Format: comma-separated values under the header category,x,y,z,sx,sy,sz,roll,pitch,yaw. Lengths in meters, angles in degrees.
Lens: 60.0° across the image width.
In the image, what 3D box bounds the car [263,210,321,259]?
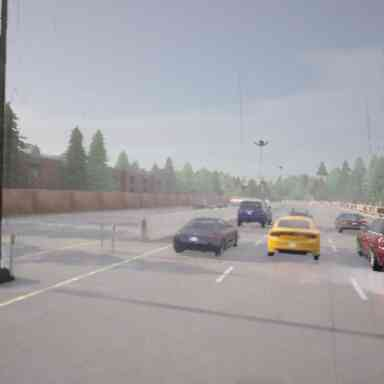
category,x,y,z,sx,sy,sz,roll,pitch,yaw
car,4.401,1.779,14.205,1.882,1.535,5.008,1,-1,19

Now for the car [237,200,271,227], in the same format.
category,x,y,z,sx,sy,sz,roll,pitch,yaw
car,5.176,1.713,27.305,2.150,2.045,5.566,1,-1,20

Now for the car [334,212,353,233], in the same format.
category,x,y,z,sx,sy,sz,roll,pitch,yaw
car,11.435,2.164,24.037,2.033,1.411,5.357,1,-1,19

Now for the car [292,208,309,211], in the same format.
category,x,y,z,sx,sy,sz,roll,pitch,yaw
car,8.862,2.080,27.238,2.128,1.511,4.902,1,-1,20

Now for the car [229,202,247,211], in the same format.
category,x,y,z,sx,sy,sz,roll,pitch,yaw
car,8.010,2.497,57.275,2.033,1.411,5.357,1,-1,20

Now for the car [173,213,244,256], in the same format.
category,x,y,z,sx,sy,sz,roll,pitch,yaw
car,0.733,1.769,14.320,1.994,1.385,4.181,1,-1,19

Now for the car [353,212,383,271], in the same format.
category,x,y,z,sx,sy,sz,roll,pitch,yaw
car,7.310,1.702,11.911,2.097,1.767,4.553,1,-1,19
